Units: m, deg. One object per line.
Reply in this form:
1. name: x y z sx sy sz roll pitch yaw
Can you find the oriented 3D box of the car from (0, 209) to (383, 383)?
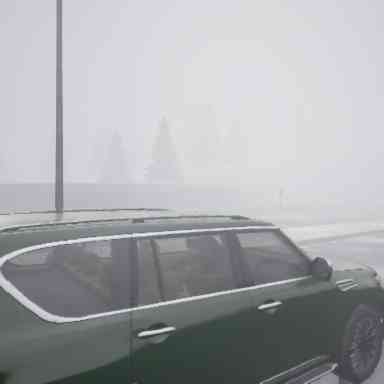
1. car: 0.001 1.219 3.750 5.566 2.045 2.150 0 0 -35
